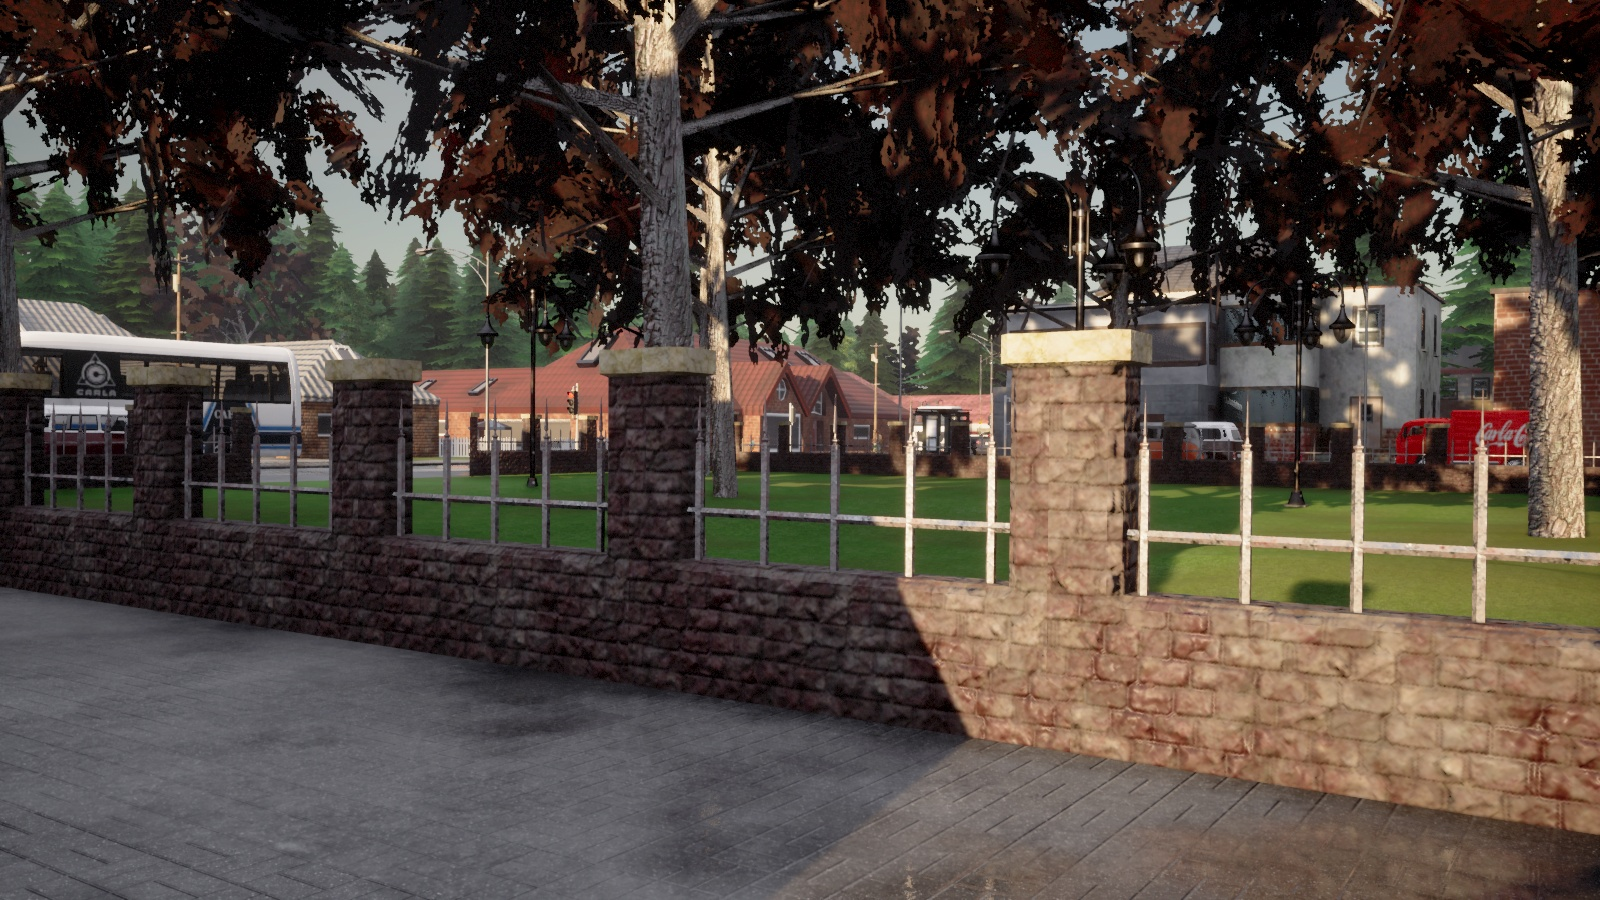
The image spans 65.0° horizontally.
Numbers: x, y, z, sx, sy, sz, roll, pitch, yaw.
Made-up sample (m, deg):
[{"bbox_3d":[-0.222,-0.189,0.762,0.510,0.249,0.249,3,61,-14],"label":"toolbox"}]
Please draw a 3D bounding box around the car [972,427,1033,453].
[{"bbox_3d":[13.476,-0.684,83.304,2.242,1.667,4.611,0,1,34],"label":"car"}]

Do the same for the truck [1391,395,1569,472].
[{"bbox_3d":[23.320,-0.555,43.110,5.204,2.467,2.627,0,1,32],"label":"truck"}]

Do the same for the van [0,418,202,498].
[{"bbox_3d":[-19.074,0.159,34.308,2.069,2.038,4.480,0,1,33],"label":"van"}]

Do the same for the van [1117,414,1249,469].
[{"bbox_3d":[14.833,-0.345,48.741,4.480,2.038,2.069,0,1,34],"label":"van"}]

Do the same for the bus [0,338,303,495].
[{"bbox_3d":[-21.067,-0.982,38.613,3.944,4.253,10.273,0,1,33],"label":"bus"}]

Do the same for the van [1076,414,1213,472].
[{"bbox_3d":[12.464,-0.247,45.475,4.442,1.987,1.775,0,1,32],"label":"van"}]

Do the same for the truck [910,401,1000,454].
[{"bbox_3d":[10.791,-1.529,86.497,2.891,3.462,7.936,0,1,34],"label":"truck"}]
